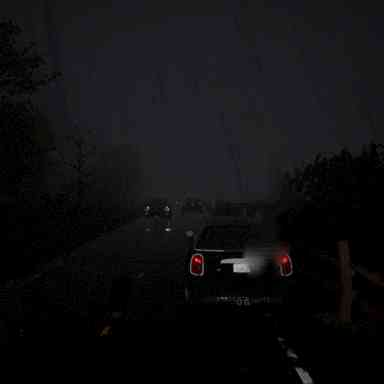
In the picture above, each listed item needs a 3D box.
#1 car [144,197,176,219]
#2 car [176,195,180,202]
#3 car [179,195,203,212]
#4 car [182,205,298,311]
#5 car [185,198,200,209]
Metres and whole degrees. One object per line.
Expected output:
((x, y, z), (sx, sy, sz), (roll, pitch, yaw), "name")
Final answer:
((-2.758, 1.338, 28.375), (2.097, 1.767, 4.553), (0, 0, 0), "car")
((-2.770, 1.368, 74.975), (2.128, 1.511, 4.902), (0, 0, 0), "car")
((0.063, 1.331, 35.387), (2.097, 1.767, 4.553), (0, 0, 0), "car")
((0.898, 1.350, 7.940), (2.097, 1.767, 4.553), (0, 0, 1), "car")
((0.046, 1.565, 45.351), (1.895, 1.301, 4.718), (0, 0, 0), "car")
